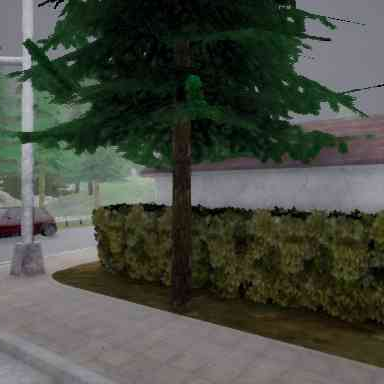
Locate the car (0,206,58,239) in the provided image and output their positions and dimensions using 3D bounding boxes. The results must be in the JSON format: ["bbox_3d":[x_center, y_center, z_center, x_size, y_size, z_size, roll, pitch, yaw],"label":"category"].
[{"bbox_3d":[-9.373,1.544,17.041,2.097,1.767,4.553,0,0,36],"label":"car"}]
